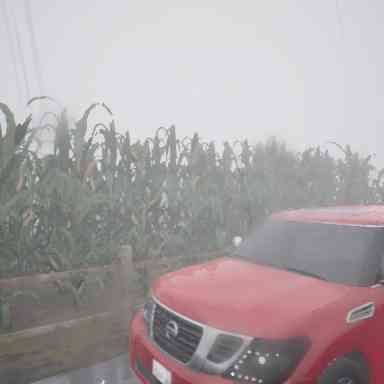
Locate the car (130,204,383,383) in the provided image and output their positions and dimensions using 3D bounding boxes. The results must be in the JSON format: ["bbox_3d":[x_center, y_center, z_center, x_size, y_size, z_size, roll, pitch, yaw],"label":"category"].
[{"bbox_3d":[1.989,1.224,4.487,5.566,2.045,2.150,0,0,-35],"label":"car"}]
